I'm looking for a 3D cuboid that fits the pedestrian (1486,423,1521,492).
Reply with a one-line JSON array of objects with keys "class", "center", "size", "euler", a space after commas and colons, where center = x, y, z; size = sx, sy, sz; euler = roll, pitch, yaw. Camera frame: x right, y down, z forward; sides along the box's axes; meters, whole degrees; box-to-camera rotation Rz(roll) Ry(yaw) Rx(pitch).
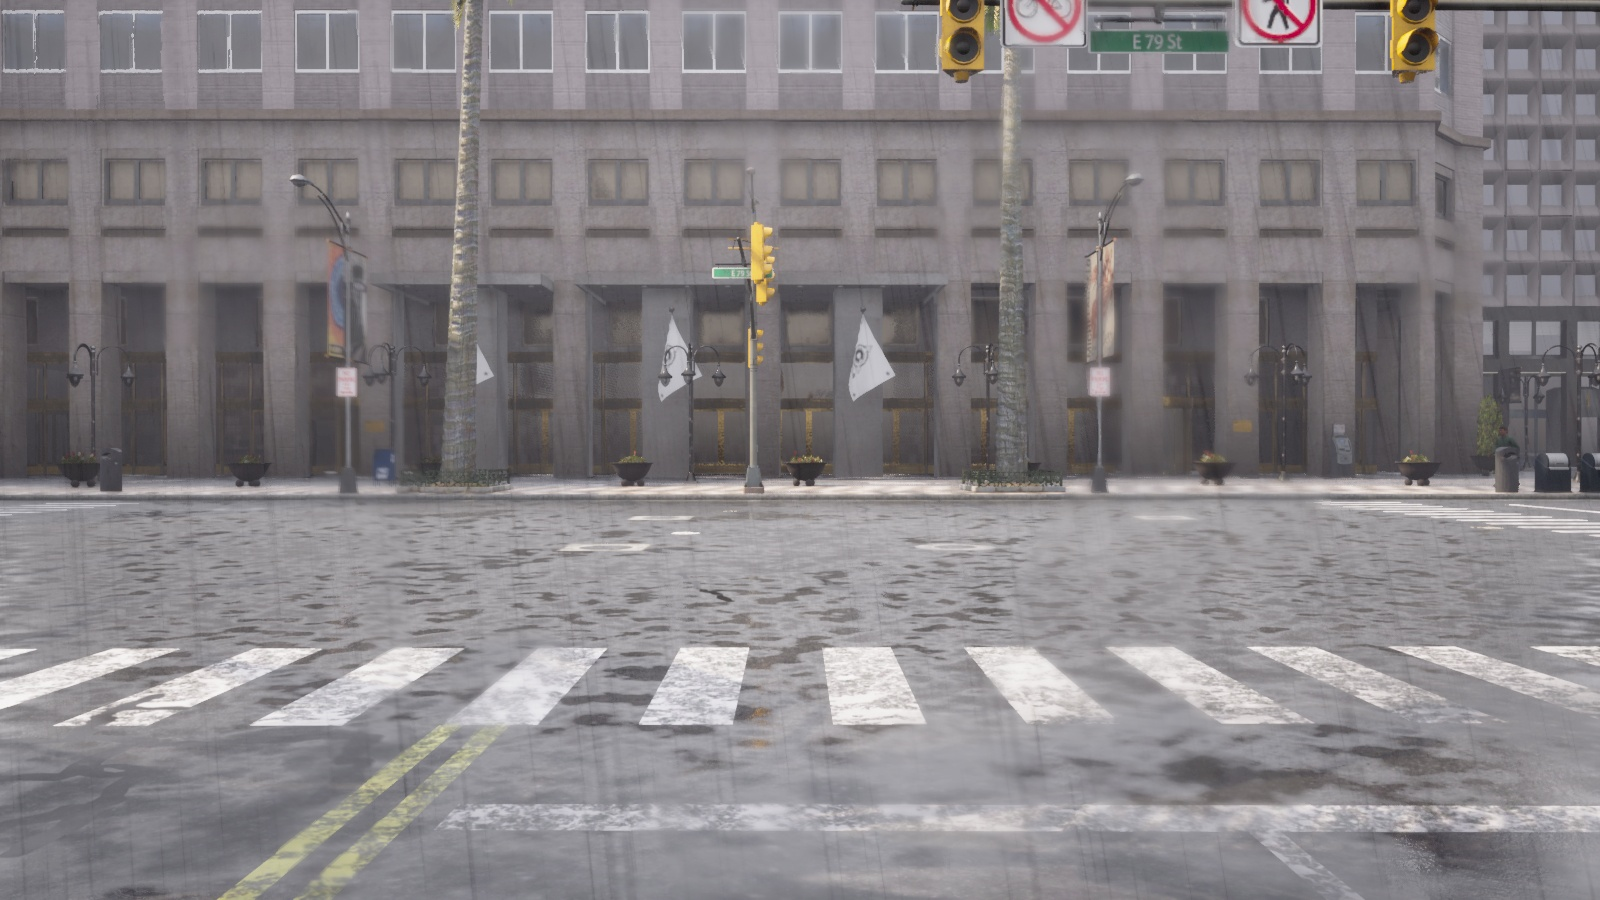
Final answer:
[{"class": "pedestrian", "center": [19.936, 0.218, 35.608], "size": [0.788, 1.949, 0.423], "euler": [0, 0, -14]}]
